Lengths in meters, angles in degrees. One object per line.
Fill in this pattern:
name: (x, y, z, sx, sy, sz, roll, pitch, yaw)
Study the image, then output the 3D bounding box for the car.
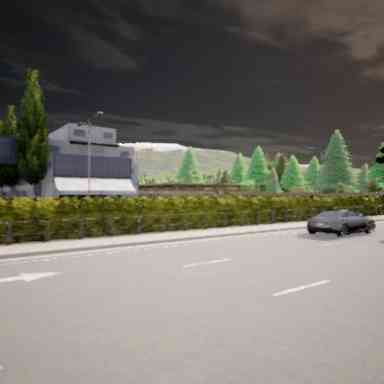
car: (8.199, 1.617, 18.207, 4.181, 1.385, 1.994, 0, 0, -36)
